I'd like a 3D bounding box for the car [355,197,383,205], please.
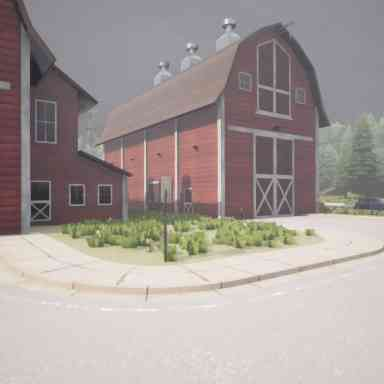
[{"bbox_3d":[20.137,1.388,36.086,2.097,1.767,4.553,0,0,-34],"label":"car"}]
